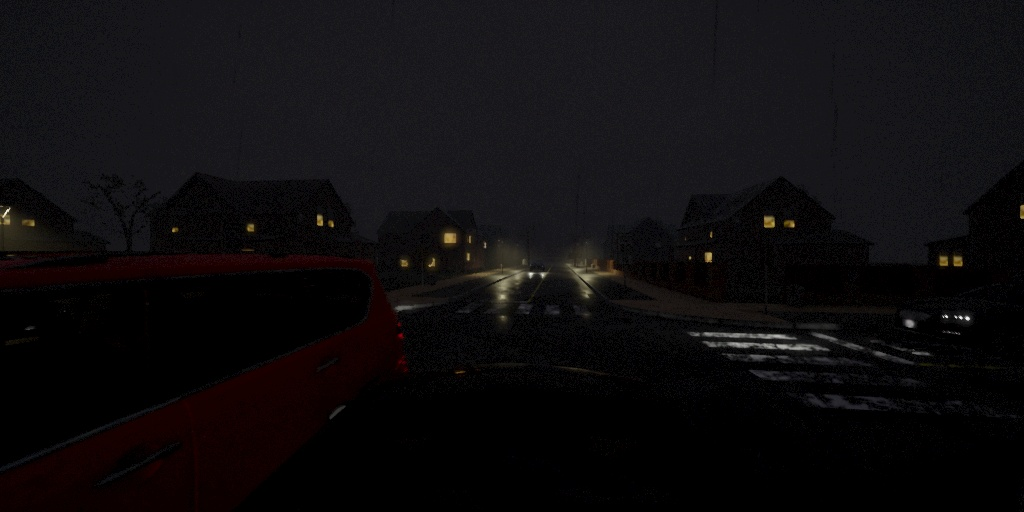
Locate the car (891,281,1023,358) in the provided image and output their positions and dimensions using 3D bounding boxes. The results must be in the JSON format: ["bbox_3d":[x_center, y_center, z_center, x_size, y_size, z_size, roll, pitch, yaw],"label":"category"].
[{"bbox_3d":[11.505,1.296,7.785,4.902,1.511,2.128,0,0,9],"label":"car"}]

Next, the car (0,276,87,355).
[{"bbox_3d":[-12.283,1.204,7.705,4.674,1.442,1.812,0,0,7],"label":"car"}]

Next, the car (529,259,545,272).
[{"bbox_3d":[3.387,1.187,47.332,1.882,1.535,5.008,0,0,7],"label":"car"}]

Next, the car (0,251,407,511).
[{"bbox_3d":[-2.421,0.985,1.598,2.150,2.045,5.566,0,0,7],"label":"car"}]
